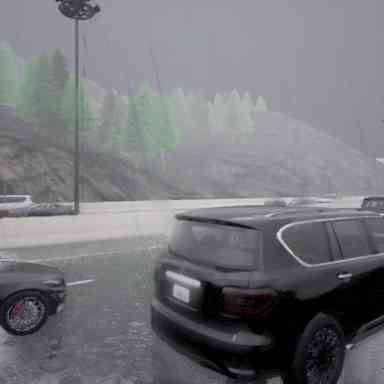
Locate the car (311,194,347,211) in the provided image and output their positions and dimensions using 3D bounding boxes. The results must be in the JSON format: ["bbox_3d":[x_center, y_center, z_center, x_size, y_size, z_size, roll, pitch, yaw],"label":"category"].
[{"bbox_3d":[17.777,1.276,42.886,5.566,2.045,2.150,0,0,-43],"label":"car"}]

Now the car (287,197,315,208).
[{"bbox_3d":[17.017,1.562,51.752,4.902,1.511,2.128,0,0,-43],"label":"car"}]

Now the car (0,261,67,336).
[{"bbox_3d":[-4.372,1.540,5.031,4.674,1.442,1.812,0,0,-35],"label":"car"}]

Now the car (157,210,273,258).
[{"bbox_3d":[1.069,1.549,13.508,4.674,1.442,1.812,0,0,-38],"label":"car"}]

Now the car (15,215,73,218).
[{"bbox_3d":[-11.802,1.551,25.894,4.902,1.511,2.128,0,0,-38],"label":"car"}]

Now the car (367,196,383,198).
[{"bbox_3d":[10.226,1.239,16.573,5.566,2.045,2.150,0,0,-41],"label":"car"}]

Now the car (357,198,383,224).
[{"bbox_3d":[14.541,1.379,25.233,4.553,1.767,2.097,0,0,-43],"label":"car"}]

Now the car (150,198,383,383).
[{"bbox_3d":[2.016,1.230,5.368,5.566,2.045,2.150,0,0,-37],"label":"car"}]
